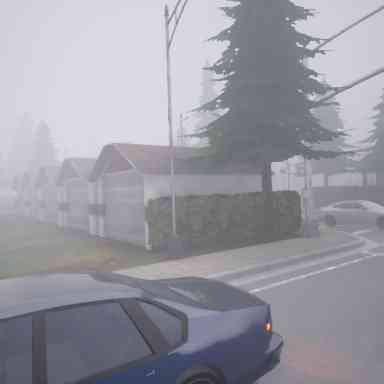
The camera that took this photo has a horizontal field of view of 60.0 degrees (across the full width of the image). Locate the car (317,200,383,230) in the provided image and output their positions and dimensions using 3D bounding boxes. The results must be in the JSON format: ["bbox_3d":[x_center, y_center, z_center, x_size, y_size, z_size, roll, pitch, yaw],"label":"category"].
[{"bbox_3d":[9.010,1.144,17.739,1.812,1.442,4.674,-3,0,-35],"label":"car"}]

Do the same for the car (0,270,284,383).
[{"bbox_3d":[-1.575,1.536,2.846,5.357,1.411,2.033,-2,1,-34],"label":"car"}]
